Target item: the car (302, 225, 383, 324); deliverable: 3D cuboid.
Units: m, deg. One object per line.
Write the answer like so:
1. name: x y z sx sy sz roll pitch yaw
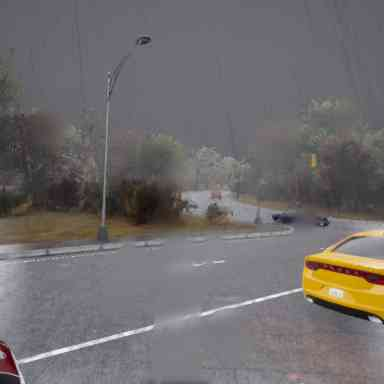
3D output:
1. car: 4.400 1.543 6.895 5.008 1.535 1.882 1 -1 -35

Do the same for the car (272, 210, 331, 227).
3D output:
1. car: 8.722 2.141 26.797 1.895 1.301 4.718 3 -2 -26

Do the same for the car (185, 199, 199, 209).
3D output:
1. car: -0.337 1.820 50.076 1.994 1.385 4.181 2 1 -15

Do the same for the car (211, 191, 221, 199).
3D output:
1. car: 5.740 0.746 79.003 2.150 2.045 5.566 2 2 -1

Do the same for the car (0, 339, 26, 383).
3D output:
1. car: -3.190 1.353 1.475 4.553 1.767 2.097 0 0 -35

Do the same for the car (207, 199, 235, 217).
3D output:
1. car: 3.276 2.013 39.023 1.837 1.490 4.892 2 0 -20
